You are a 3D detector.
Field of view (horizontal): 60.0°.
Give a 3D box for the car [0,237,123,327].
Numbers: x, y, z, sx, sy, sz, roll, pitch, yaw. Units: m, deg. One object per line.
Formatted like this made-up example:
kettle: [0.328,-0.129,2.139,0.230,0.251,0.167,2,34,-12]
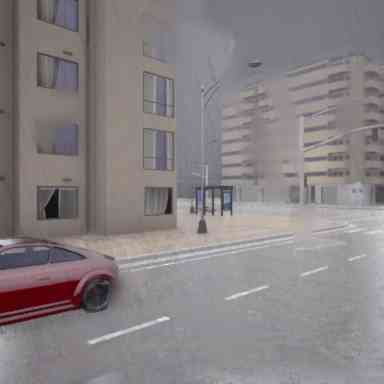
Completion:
car: [-3.408,1.563,6.029,4.181,1.385,1.994,0,0,-39]
